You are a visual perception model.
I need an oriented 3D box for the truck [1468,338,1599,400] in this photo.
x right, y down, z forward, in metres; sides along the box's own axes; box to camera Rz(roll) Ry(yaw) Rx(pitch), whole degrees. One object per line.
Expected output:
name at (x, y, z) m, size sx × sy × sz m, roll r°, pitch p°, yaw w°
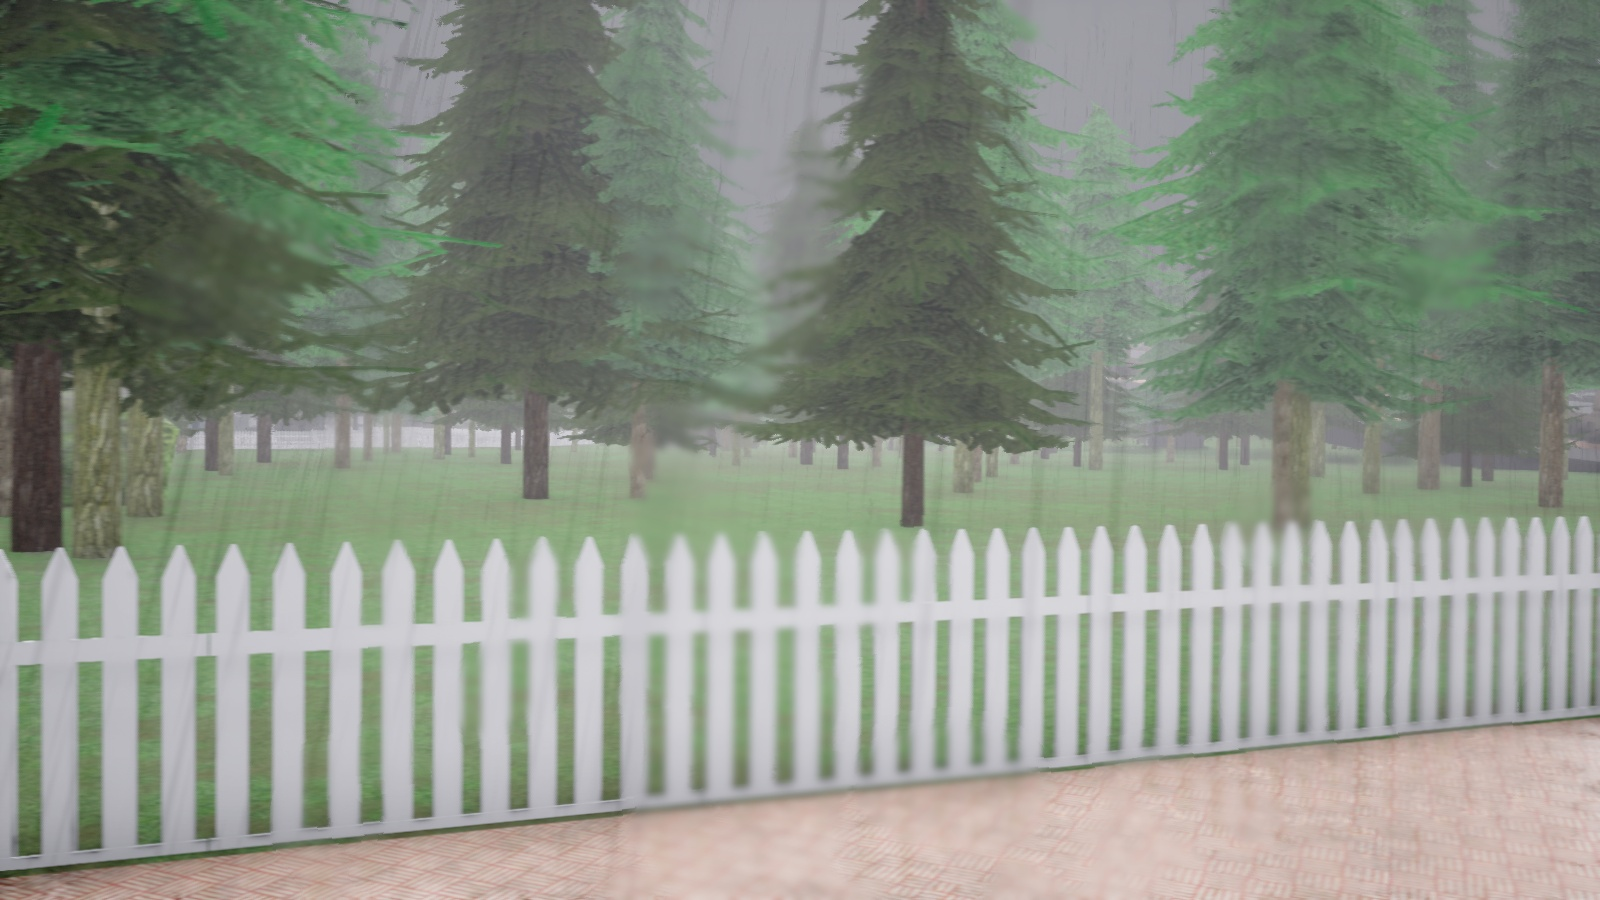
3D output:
truck at (48.534, -5.393, 82.489) m, size 2.891 × 3.462 × 7.936 m, roll -1°, pitch 8°, yaw -22°
